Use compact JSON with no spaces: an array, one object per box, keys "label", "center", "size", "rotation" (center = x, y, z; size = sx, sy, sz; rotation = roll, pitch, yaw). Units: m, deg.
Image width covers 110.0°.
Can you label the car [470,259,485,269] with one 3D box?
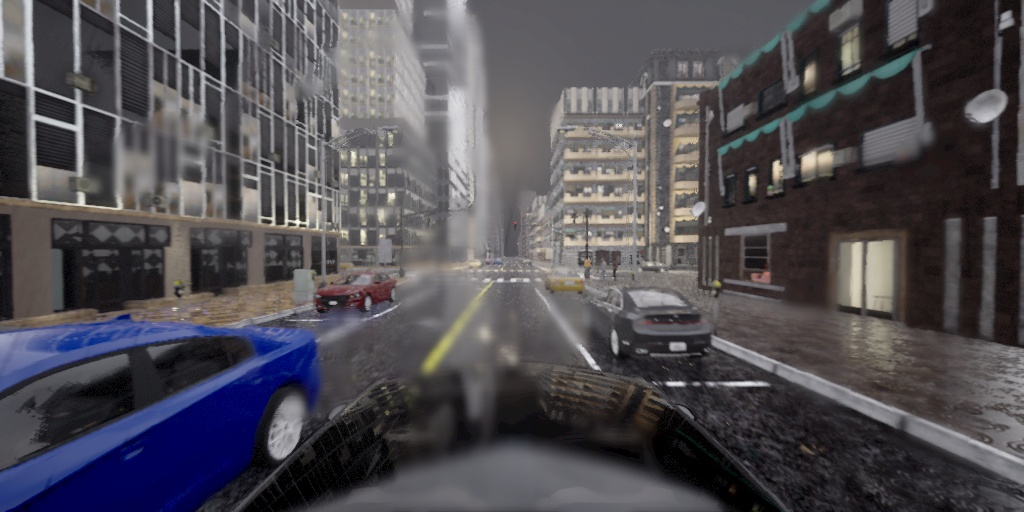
[{"label":"car","center":[-5.724,1.236,57.319],"size":[1.751,1.417,4.829],"rotation":[0,0,0]}]

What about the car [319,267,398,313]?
[{"label":"car","center":[-5.829,1.285,13.947],"size":[1.888,1.381,4.507],"rotation":[0,0,0]}]

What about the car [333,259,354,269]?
[{"label":"car","center":[-21.692,1.005,43.161],"size":[4.829,1.417,1.751],"rotation":[0,0,1]}]

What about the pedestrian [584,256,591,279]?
[{"label":"pedestrian","center":[6.119,0.882,29.062],"size":[0.375,1.860,0.375],"rotation":[-1,1,0]}]

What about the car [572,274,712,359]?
[{"label":"car","center":[2.815,1.296,8.250],"size":[2.007,1.370,4.403],"rotation":[0,0,0]}]

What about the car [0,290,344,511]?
[{"label":"car","center":[-3.100,1.227,2.029],"size":[1.882,1.535,5.008],"rotation":[0,0,0]}]

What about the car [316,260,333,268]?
[{"label":"car","center":[-20.306,1.183,34.828],"size":[4.403,1.370,2.007],"rotation":[0,0,1]}]

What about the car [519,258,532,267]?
[{"label":"car","center":[2.653,1.259,63.148],"size":[2.007,1.370,4.403],"rotation":[0,0,0]}]

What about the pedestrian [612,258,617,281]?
[{"label":"pedestrian","center":[8.119,1.069,28.465],"size":[0.375,1.860,0.375],"rotation":[-1,1,0]}]

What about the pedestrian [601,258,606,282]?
[{"label":"pedestrian","center":[7.119,1.040,27.864],"size":[0.375,1.860,0.375],"rotation":[-1,1,0]}]

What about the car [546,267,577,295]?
[{"label":"car","center":[2.808,1.262,19.709],"size":[1.751,1.417,4.829],"rotation":[0,0,0]}]

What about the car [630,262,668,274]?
[{"label":"car","center":[16.284,1.353,42.686],"size":[4.403,1.370,2.007],"rotation":[0,0,1]}]

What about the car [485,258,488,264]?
[{"label":"car","center":[-5.728,1.273,63.143],"size":[1.948,1.339,4.313],"rotation":[0,0,0]}]
